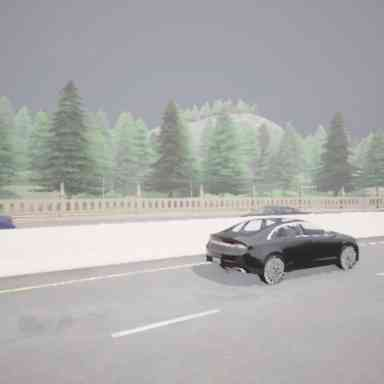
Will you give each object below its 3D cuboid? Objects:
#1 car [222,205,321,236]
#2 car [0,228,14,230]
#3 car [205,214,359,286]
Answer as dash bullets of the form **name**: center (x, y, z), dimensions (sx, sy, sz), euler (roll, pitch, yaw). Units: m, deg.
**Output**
- **car**: center (4.524, 1.501, 18.629), dimensions (5.357, 1.411, 2.033), euler (0, 0, -27)
- **car**: center (-10.024, 1.446, 13.840), dimensions (4.674, 1.442, 1.812), euler (0, 0, -35)
- **car**: center (2.674, 1.469, 9.358), dimensions (4.902, 1.511, 2.128), euler (0, 0, -31)
